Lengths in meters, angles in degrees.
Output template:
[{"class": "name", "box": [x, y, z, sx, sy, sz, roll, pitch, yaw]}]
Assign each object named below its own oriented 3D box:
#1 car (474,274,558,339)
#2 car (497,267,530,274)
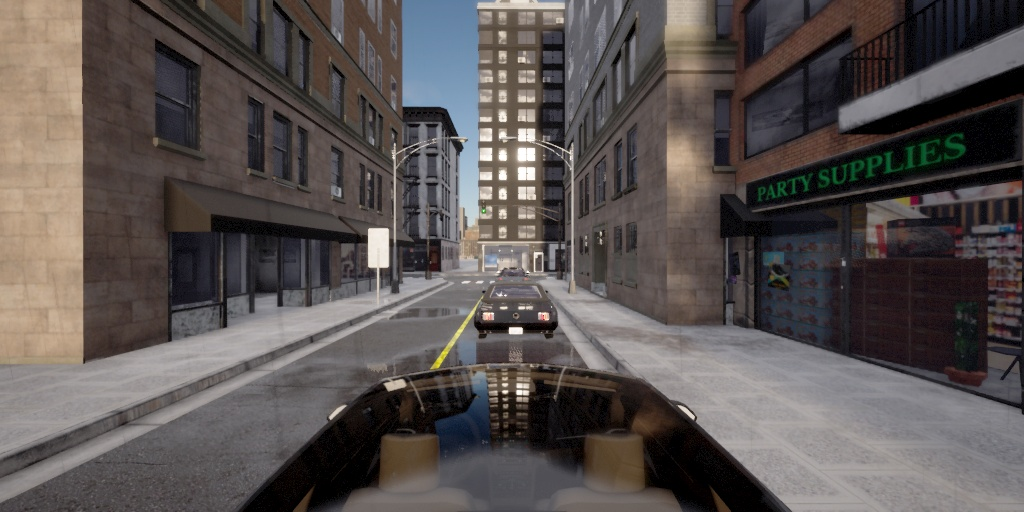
[{"class": "car", "box": [0.088, 1.351, 10.064, 1.895, 1.301, 4.718, 0, 0, 0]}, {"class": "car", "box": [0.080, 1.314, 20.503, 1.994, 1.385, 4.181, 0, 0, 0]}]
